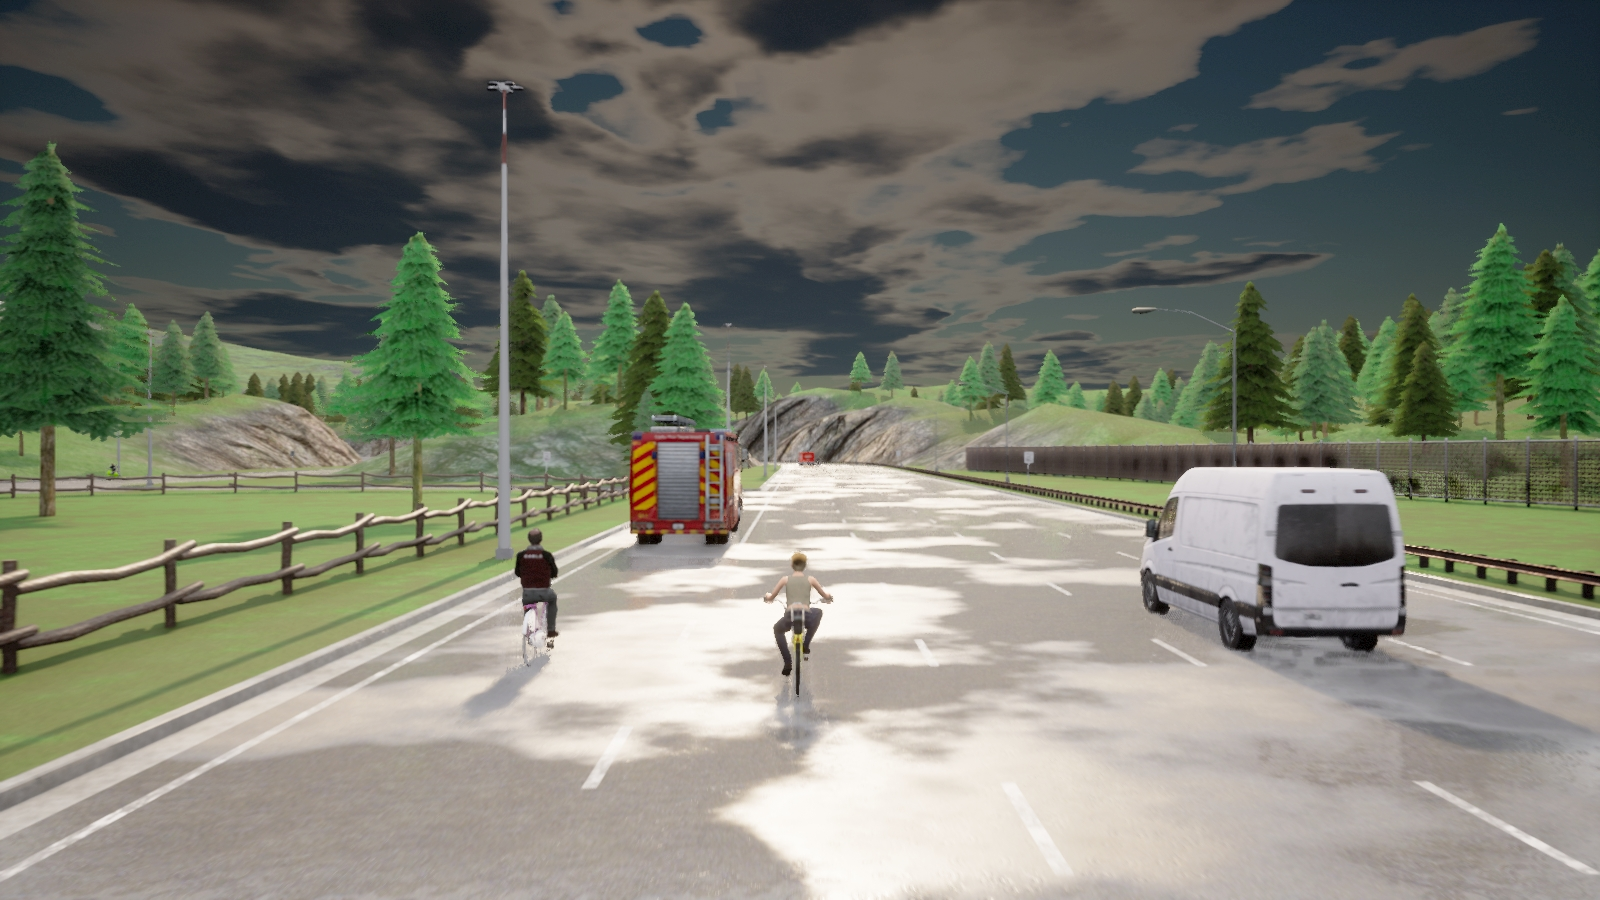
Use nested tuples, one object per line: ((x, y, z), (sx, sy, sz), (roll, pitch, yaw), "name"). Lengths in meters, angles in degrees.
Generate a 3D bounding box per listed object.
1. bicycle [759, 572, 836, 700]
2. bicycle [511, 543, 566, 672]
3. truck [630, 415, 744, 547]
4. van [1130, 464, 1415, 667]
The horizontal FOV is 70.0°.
((-0.019, 2.163, 13.534), (0.859, 1.276, 1.487), (0, 0, 0), "bicycle")
((-3.490, 2.066, 15.338), (0.329, 1.471, 1.835), (0, 0, 0), "bicycle")
((-3.509, 0.904, 37.512), (2.891, 3.827, 8.468), (0, 0, 0), "truck")
((6.994, 1.541, 17.808), (1.988, 2.561, 5.915), (0, 0, 0), "van")
